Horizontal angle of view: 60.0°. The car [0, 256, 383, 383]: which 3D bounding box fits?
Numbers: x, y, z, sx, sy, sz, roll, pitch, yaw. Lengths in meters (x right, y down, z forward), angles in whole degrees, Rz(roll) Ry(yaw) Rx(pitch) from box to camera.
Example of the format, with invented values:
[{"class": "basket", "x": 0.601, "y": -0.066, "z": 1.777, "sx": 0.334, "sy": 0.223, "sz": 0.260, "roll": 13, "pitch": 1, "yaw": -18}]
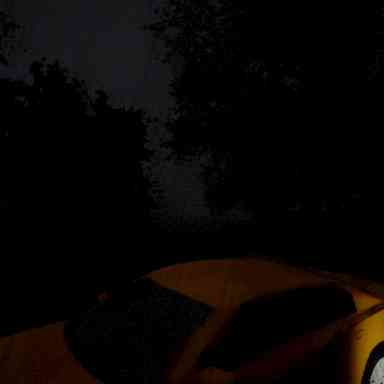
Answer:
[{"class": "car", "x": 0.153, "y": 1.478, "z": 3.183, "sx": 5.008, "sy": 1.535, "sz": 1.882, "roll": 0, "pitch": 0, "yaw": -36}]
